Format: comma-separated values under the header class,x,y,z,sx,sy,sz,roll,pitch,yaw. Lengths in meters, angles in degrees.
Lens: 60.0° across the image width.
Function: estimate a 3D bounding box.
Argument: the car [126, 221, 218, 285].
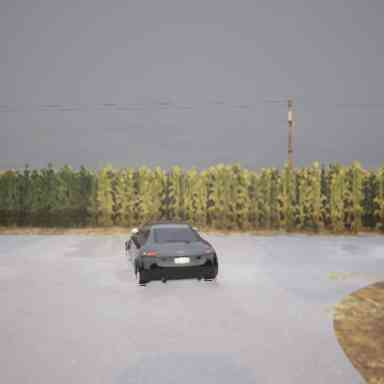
class,x,y,z,sx,sy,sz,roll,pitch,yaw
car,-0.736,1.522,9.539,1.994,1.385,4.181,0,0,-15
